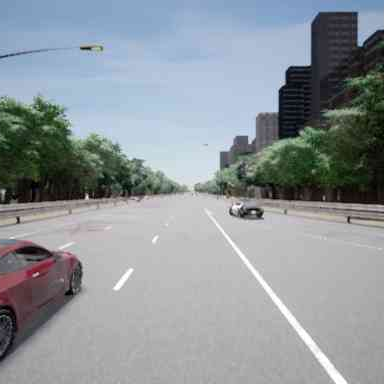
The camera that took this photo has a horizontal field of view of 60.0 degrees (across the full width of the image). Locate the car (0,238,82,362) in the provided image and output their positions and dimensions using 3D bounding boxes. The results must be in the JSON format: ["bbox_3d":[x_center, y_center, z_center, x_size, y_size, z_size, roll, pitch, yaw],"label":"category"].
[{"bbox_3d":[-3.399,1.517,5.658,1.812,1.442,4.674,0,0,0],"label":"car"}]

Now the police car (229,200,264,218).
[{"bbox_3d":[4.775,1.527,30.318,2.038,1.542,4.974,0,0,-10],"label":"police car"}]
